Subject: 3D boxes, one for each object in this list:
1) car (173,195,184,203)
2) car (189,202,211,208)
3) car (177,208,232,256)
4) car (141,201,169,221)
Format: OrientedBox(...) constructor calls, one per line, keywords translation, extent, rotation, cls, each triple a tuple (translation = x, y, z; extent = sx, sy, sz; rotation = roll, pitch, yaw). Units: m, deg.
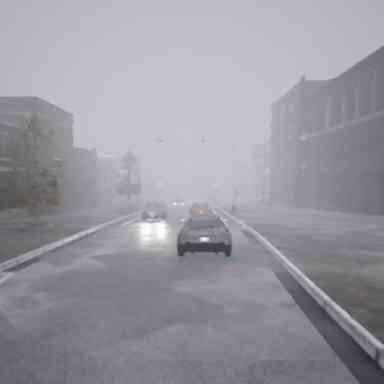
OrientedBox(translation=(-2.679, 1.302, 67.720), extent=(2.097, 1.767, 4.553), rotation=(0, 0, 1), cls="car")
OrientedBox(translation=(0.717, 1.561, 28.709), extent=(1.994, 1.385, 4.181), rotation=(0, 0, 0), cls="car")
OrientedBox(translation=(0.486, 1.564, 13.220), extent=(1.994, 1.385, 4.181), rotation=(0, 0, 2), cls="car")
OrientedBox(translation=(-2.976, 1.483, 27.398), extent=(2.128, 1.511, 4.902), rotation=(0, 0, 0), cls="car")
